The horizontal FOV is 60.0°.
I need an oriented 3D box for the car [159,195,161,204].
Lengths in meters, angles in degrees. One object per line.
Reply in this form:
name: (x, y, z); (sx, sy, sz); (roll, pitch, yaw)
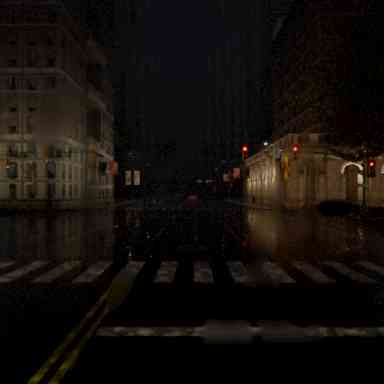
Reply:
car: (-7.034, 1.562, 64.945); (1.994, 1.385, 4.181); (0, 0, 1)

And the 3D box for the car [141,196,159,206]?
car: (-7.082, 1.504, 54.392); (1.837, 1.490, 4.892); (0, 0, 0)

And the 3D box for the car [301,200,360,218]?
car: (12.250, 1.506, 29.498); (4.892, 1.490, 1.837); (0, 0, 0)

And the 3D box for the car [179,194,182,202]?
car: (-3.529, 1.546, 64.663); (2.033, 1.411, 5.357); (0, 0, 2)

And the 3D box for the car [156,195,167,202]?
car: (-6.897, 1.498, 75.238); (1.837, 1.490, 4.892); (0, 0, 1)

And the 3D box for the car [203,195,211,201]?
car: (3.638, 1.463, 78.718); (2.033, 1.411, 5.357); (0, 0, 1)

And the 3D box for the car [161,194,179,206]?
car: (-3.581, 1.504, 54.372); (1.837, 1.490, 4.892); (0, 0, 1)

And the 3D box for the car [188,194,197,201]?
car: (0.138, 1.278, 78.721); (2.097, 1.767, 4.553); (0, 0, 1)
